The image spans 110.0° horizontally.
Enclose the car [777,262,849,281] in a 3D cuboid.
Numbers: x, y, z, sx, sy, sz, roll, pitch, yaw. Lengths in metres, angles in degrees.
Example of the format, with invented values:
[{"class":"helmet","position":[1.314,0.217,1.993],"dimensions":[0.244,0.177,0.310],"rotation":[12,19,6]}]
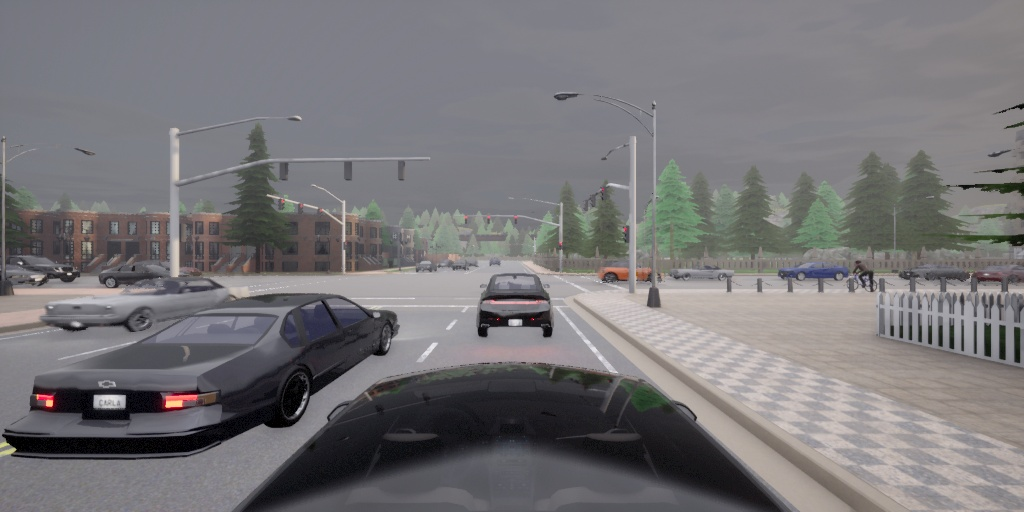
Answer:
[{"class":"car","position":[24.859,1.228,29.715],"dimensions":[5.008,1.535,1.882],"rotation":[0,0,0]}]

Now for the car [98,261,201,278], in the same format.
[{"class":"car","position":[-23.185,1.255,22.875],"dimensions":[4.892,1.490,1.837],"rotation":[0,0,-3]}]

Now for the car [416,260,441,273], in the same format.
[{"class":"car","position":[-10.577,1.276,44.577],"dimensions":[1.812,1.442,4.674],"rotation":[0,0,0]}]

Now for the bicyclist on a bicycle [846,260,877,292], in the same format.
[{"class":"bicyclist on a bicycle","position":[18.252,1.052,18.742],"dimensions":[0.582,1.620,1.656],"rotation":[0,0,0]}]

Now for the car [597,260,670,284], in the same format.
[{"class":"car","position":[8.599,1.102,26.113],"dimensions":[4.553,1.767,2.097],"rotation":[0,0,2]}]

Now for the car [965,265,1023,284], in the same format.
[{"class":"car","position":[36.427,1.314,26.008],"dimensions":[4.181,1.385,1.994],"rotation":[0,0,0]}]

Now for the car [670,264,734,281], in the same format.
[{"class":"car","position":[15.567,1.351,29.728],"dimensions":[4.718,1.301,1.895],"rotation":[0,0,0]}]

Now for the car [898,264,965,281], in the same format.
[{"class":"car","position":[34.833,1.314,29.692],"dimensions":[4.181,1.385,1.994],"rotation":[0,0,1]}]

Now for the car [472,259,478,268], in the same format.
[{"class":"car","position":[-7.030,1.256,62.556],"dimensions":[1.837,1.490,4.892],"rotation":[0,0,1]}]

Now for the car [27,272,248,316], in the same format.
[{"class":"car","position":[-10.599,1.351,10.933],"dimensions":[1.895,1.301,4.718],"rotation":[0,0,0]}]

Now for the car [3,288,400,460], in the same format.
[{"class":"car","position":[-3.436,1.297,5.589],"dimensions":[2.033,1.411,5.357],"rotation":[0,0,0]}]

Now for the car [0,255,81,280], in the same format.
[{"class":"car","position":[-35.167,0.971,25.963],"dimensions":[5.566,2.045,2.150],"rotation":[0,0,-6]}]

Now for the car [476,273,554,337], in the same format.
[{"class":"car","position":[0.083,1.242,10.257],"dimensions":[2.128,1.511,4.902],"rotation":[0,0,0]}]

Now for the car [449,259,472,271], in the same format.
[{"class":"car","position":[-7.086,1.255,49.996],"dimensions":[1.837,1.490,4.892],"rotation":[0,0,0]}]

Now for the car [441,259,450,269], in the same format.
[{"class":"car","position":[-10.569,1.240,57.086],"dimensions":[2.128,1.511,4.902],"rotation":[0,0,0]}]

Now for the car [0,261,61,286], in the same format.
[{"class":"car","position":[-32.550,1.242,22.636],"dimensions":[4.902,1.511,2.128],"rotation":[0,0,-4]}]
